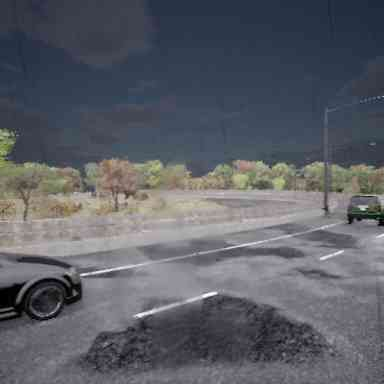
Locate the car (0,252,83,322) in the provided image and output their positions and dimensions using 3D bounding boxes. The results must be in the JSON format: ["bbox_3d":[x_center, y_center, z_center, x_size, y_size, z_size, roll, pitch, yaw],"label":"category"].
[{"bbox_3d":[-4.094,1.551,5.684,4.181,1.385,1.994,0,0,-40],"label":"car"}]

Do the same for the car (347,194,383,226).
[{"bbox_3d":[12.534,1.180,23.465,2.150,2.045,5.566,0,0,36],"label":"car"}]
